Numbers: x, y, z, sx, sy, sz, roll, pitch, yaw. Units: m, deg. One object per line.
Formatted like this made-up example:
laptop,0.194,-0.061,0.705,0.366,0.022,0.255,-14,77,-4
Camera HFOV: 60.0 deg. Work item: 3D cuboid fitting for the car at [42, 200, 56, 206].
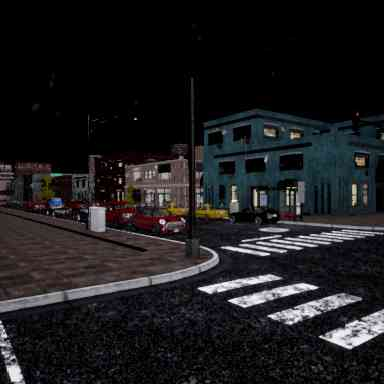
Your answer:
car,-32.362,2.444,75.218,1.887,1.381,4.507,-1,0,-37

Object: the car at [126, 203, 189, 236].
car,-2.069,1.673,20.301,1.967,1.590,4.097,-1,0,-37

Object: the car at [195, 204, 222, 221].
car,1.190,1.753,29.926,1.752,1.417,4.829,-1,0,-37

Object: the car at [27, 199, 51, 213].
car,-22.266,1.952,47.558,2.192,1.841,5.009,-1,0,-37

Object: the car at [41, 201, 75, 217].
car,-15.530,2.053,38.472,2.008,1.369,4.403,-1,0,-37

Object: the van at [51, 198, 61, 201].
van,-29.002,2.173,70.675,1.690,1.788,3.998,-1,0,-37

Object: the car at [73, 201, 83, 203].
car,-17.689,2.112,51.071,1.812,1.442,4.674,-1,0,-37

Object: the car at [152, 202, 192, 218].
car,-2.176,1.820,34.468,1.752,1.417,4.829,-1,0,-37

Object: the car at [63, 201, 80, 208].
car,-22.266,2.279,61.589,1.802,1.307,4.206,-1,0,-37

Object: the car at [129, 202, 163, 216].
car,-5.439,1.911,38.875,2.008,1.369,4.403,-1,0,-37

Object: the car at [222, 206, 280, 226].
car,4.658,1.724,25.246,1.947,1.339,4.313,-1,0,-37

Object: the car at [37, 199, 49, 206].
car,-35.829,2.494,79.898,1.752,1.417,4.829,-1,0,-37

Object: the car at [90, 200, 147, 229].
car,-5.438,1.616,24.843,2.192,1.841,5.009,-1,0,-37

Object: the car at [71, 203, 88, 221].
car,-8.798,1.918,29.387,2.008,1.369,4.403,-1,0,-37

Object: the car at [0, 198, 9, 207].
car,-42.492,2.357,74.790,2.192,1.841,5.009,-1,0,-37

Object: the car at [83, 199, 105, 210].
car,-15.539,2.002,52.503,1.967,1.590,4.097,-1,0,-37
